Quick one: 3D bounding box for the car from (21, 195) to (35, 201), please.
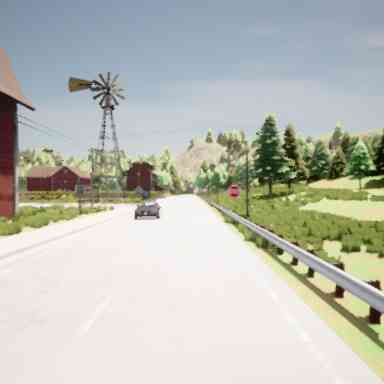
[{"bbox_3d":[-32.309,1.338,65.806,1.784,1.438,3.905,0,0,0],"label":"car"}]

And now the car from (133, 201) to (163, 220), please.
[{"bbox_3d":[-3.505,1.421,27.134,1.994,1.385,4.181,0,0,0],"label":"car"}]
